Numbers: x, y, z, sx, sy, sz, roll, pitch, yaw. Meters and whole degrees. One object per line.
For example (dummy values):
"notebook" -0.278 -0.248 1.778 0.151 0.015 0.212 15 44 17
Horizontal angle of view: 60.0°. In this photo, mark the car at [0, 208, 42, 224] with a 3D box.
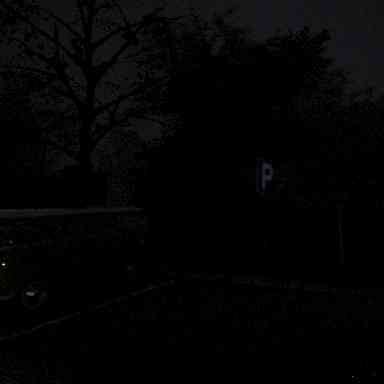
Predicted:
"car" -17.897 2.430 34.042 4.181 1.385 1.994 -1 -2 -42

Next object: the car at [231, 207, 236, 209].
"car" 8.147 2.102 53.437 4.718 1.301 1.895 -2 -1 27

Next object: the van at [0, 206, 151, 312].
"van" -3.028 1.344 7.841 1.878 1.987 4.442 -1 -1 36
